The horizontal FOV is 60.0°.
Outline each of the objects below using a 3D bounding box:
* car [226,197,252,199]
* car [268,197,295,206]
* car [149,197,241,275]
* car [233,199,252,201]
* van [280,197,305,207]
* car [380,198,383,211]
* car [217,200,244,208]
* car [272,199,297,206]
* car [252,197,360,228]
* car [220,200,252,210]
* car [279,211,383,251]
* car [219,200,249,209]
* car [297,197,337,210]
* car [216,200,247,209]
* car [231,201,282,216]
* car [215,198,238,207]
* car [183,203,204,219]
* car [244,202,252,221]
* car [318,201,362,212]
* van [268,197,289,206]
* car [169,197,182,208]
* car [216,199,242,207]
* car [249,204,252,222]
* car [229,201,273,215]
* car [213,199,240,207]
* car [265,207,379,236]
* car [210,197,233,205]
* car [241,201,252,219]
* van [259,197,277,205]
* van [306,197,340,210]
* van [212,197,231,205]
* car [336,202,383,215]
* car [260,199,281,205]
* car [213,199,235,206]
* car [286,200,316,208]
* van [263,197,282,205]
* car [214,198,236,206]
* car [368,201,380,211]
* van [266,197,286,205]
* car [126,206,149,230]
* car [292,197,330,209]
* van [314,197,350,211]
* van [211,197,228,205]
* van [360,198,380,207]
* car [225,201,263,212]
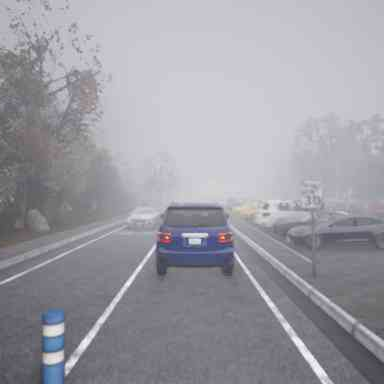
[{"bbox_3d":[7.070,1.799,42.884,4.553,1.767,2.185,0,-1,0],"label":"car"},{"bbox_3d":[20.374,2.123,76.075,5.566,2.045,2.435,0,-1,0],"label":"car"},{"bbox_3d":[0.088,1.334,10.992,2.150,2.045,5.566,0,0,0],"label":"car"},{"bbox_3d":[6.784,1.844,34.685,5.366,1.575,1.946,0,0,0],"label":"car"},{"bbox_3d":[20.448,2.033,67.764,4.442,1.987,1.878,0,-1,0],"label":"van"},{"bbox_3d":[20.029,1.554,28.869,5.566,2.045,2.435,0,0,0],"label":"car"},{"bbox_3d":[7.211,2.193,62.311,4.892,1.521,2.231,0,-1,0],"label":"car"},{"bbox_3d":[20.372,2.334,73.177,5.008,1.535,2.097,0,-1,0],"label":"car"},{"bbox_3d":[6.878,1.521,20.683,5.566,2.045,2.435,0,0,0],"label":"car"},{"bbox_3d":[7.105,2.106,53.983,4.792,1.488,2.163,0,-1,0],"label":"car"},{"bbox_3d":[6.774,1.773,15.130,4.792,1.488,2.163,0,0,0],"label":"car"},{"bbox_3d":[7.128,2.144,56.759,4.792,1.488,2.163,0,-1,0],"label":"car"},{"bbox_3d":[20.184,1.814,53.790,5.566,2.045,2.435,0,-1,0],"label":"car"},{"bbox_3d":[6.996,2.150,59.537,5.366,1.575,1.946,0,-1,0],"label":"car"},{"bbox_3d":[7.177,1.863,37.334,5.366,1.575,1.946,0,0,0],"label":"car"},{"bbox_3d":[7.244,2.181,70.640,4.553,1.767,2.185,0,-1,0],"label":"car"},{"bbox_3d":[0.138,1.898,34.320,2.033,1.411,5.357,0,-1,0],"label":"car"},{"bbox_3d":[6.904,1.802,26.235,4.892,1.521,2.231,0,0,0],"label":"car"},{"bbox_3d":[20.147,1.950,45.478,5.008,1.535,2.097,0,-1,0],"label":"car"},{"bbox_3d":[20.542,2.187,78.843,4.442,1.987,1.878,0,-1,0],"label":"van"},{"bbox_3d":[-3.077,1.950,64.744,2.150,2.045,5.566,0,-1,1],"label":"car"},{"bbox_3d":[7.222,2.231,65.087,4.892,1.521,2.231,0,-1,0],"label":"car"},{"bbox_3d":[7.059,1.783,23.457,5.366,1.575,1.946,0,0,0],"label":"car"},{"bbox_3d":[7.009,1.894,40.103,4.892,1.521,2.231,0,0,0],"label":"car"},{"bbox_3d":[7.067,2.266,67.864,5.366,1.575,1.946,0,-1,0],"label":"car"},{"bbox_3d":[6.832,1.758,17.906,5.008,1.535,2.097,0,0,0],"label":"car"},{"bbox_3d":[7.422,2.248,84.521,5.566,2.045,2.435,0,-1,0],"label":"car"},{"bbox_3d":[6.736,1.812,29.012,5.366,1.575,1.946,0,0,0],"label":"car"},{"bbox_3d":[20.402,2.410,89.782,4.442,1.987,1.878,0,-2,0],"label":"van"},{"bbox_3d":[20.072,1.801,51.022,4.442,1.987,1.878,0,-1,0],"label":"van"},{"bbox_3d":[7.253,2.235,81.746,4.442,1.987,1.878,0,-1,0],"label":"van"},{"bbox_3d":[20.123,1.912,39.940,4.792,1.488,2.163,0,-1,0],"label":"car"},{"bbox_3d":[20.501,2.552,87.006,5.008,1.535,2.097,0,-2,0],"label":"car"},{"bbox_3d":[7.317,2.384,76.190,5.008,1.535,2.097,0,-1,0],"label":"car"},{"bbox_3d":[20.278,2.180,62.097,5.008,1.535,2.097,0,-1,0],"label":"car"},{"bbox_3d":[20.356,2.264,84.393,4.442,1.987,1.878,0,-1,0],"label":"van"},{"bbox_3d":[7.268,2.220,73.416,4.553,1.767,2.185,0,-1,0],"label":"car"},{"bbox_3d":[19.995,1.849,31.637,4.792,1.488,2.163,0,0,0],"label":"car"},{"bbox_3d":[20.565,2.223,81.488,4.442,1.987,1.878,0,-1,0],"label":"van"},{"bbox_3d":[-3.337,1.759,23.289,1.812,1.442,4.674,0,-1,0],"label":"car"},{"bbox_3d":[20.208,1.853,56.560,5.566,2.045,2.435,0,-1,0],"label":"car"},{"bbox_3d":[20.281,1.763,48.250,4.442,1.987,1.878,0,-1,0],"label":"van"},{"bbox_3d":[7.324,2.424,90.055,4.442,1.987,1.878,0,-2,0],"label":"van"},{"bbox_3d":[20.165,1.611,34.531,4.442,1.987,1.878,0,0,0],"label":"van"},{"bbox_3d":[7.092,1.990,45.655,4.792,1.488,2.163,0,-1,0],"label":"car"}]
